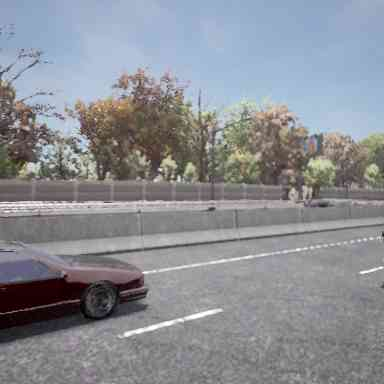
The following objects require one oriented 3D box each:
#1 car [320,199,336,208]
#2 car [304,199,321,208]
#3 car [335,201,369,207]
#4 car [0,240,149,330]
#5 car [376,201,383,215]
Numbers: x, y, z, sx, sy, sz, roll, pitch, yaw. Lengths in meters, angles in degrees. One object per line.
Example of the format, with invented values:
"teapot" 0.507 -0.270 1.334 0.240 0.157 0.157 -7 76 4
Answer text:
"car" 19.246 1.845 43.555 4.181 1.385 1.994 1 0 -35
"car" 17.779 1.763 46.807 5.008 1.535 1.882 1 0 -35
"car" 19.513 1.866 39.449 4.718 1.301 1.895 0 0 -36
"car" -3.455 1.549 5.581 5.357 1.411 2.033 1 0 -36
"car" 23.046 1.783 37.668 4.892 1.490 1.837 1 0 -35
